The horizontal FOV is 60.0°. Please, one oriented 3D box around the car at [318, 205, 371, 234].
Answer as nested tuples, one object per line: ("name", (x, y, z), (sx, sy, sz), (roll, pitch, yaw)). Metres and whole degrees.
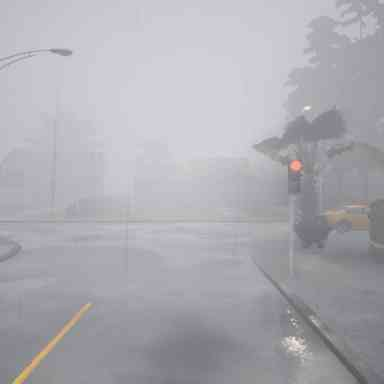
("car", (9.493, 1.481, 18.579), (5.008, 1.535, 1.882), (0, 0, 0))
